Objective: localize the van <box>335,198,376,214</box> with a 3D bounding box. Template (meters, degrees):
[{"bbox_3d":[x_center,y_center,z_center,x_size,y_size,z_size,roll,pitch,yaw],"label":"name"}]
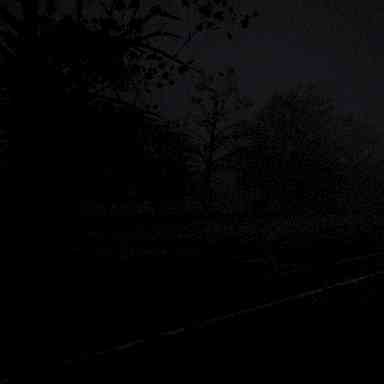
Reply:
[{"bbox_3d":[20.872,1.811,43.328,1.878,1.987,4.442,2,-1,-35],"label":"van"}]

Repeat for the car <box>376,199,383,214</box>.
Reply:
[{"bbox_3d":[23.280,1.881,44.931,2.435,2.045,5.566,2,-1,-35],"label":"car"}]
